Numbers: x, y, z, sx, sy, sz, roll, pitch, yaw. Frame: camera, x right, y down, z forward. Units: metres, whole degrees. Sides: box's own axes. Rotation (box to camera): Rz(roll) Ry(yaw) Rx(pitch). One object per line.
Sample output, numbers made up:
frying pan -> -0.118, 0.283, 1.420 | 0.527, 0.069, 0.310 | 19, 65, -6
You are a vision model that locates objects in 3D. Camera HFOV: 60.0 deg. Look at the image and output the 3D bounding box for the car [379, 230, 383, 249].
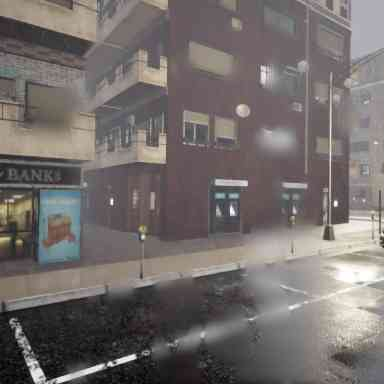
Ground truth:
car -> 9.086, 1.554, 13.120 | 4.403, 1.369, 2.008 | 0, 1, -35
